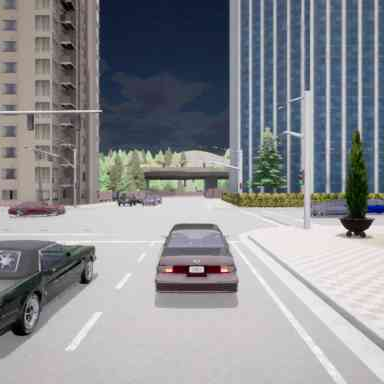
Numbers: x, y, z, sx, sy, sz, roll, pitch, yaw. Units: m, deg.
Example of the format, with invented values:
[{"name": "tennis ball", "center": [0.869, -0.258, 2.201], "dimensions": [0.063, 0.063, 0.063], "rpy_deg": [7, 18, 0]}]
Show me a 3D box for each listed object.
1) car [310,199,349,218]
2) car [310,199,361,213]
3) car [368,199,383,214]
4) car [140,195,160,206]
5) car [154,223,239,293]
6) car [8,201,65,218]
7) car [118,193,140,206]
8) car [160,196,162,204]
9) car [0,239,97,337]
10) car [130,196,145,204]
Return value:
[{"name": "car", "center": [12.490, 1.564, 29.290], "dimensions": [4.181, 1.385, 1.994], "rpy_deg": [0, 0, 0]}, {"name": "car", "center": [15.682, 1.505, 36.517], "dimensions": [4.892, 1.490, 1.837], "rpy_deg": [0, 0, 0]}, {"name": "car", "center": [17.632, 1.477, 33.032], "dimensions": [5.008, 1.535, 1.882], "rpy_deg": [0, 0, 0]}, {"name": "car", "center": [-6.953, 1.352, 54.847], "dimensions": [2.097, 1.767, 4.553], "rpy_deg": [0, 0, 0]}, {"name": "car", "center": [0.097, 1.547, 8.962], "dimensions": [2.033, 1.411, 5.357], "rpy_deg": [0, 0, 0]}, {"name": "car", "center": [-13.954, 1.525, 30.102], "dimensions": [4.674, 1.442, 1.812], "rpy_deg": [0, 0, -15]}, {"name": "car", "center": [-10.460, 1.221, 53.882], "dimensions": [2.150, 2.045, 5.566], "rpy_deg": [0, 0, 0]}, {"name": "car", "center": [-6.892, 1.352, 63.736], "dimensions": [2.097, 1.767, 4.553], "rpy_deg": [0, 0, 1]}, {"name": "car", "center": [-3.422, 1.601, 6.626], "dimensions": [1.895, 1.301, 4.718], "rpy_deg": [0, 0, 1]}, {"name": "car", "center": [-10.387, 1.547, 64.121], "dimensions": [2.033, 1.411, 5.357], "rpy_deg": [0, 0, 1]}]
